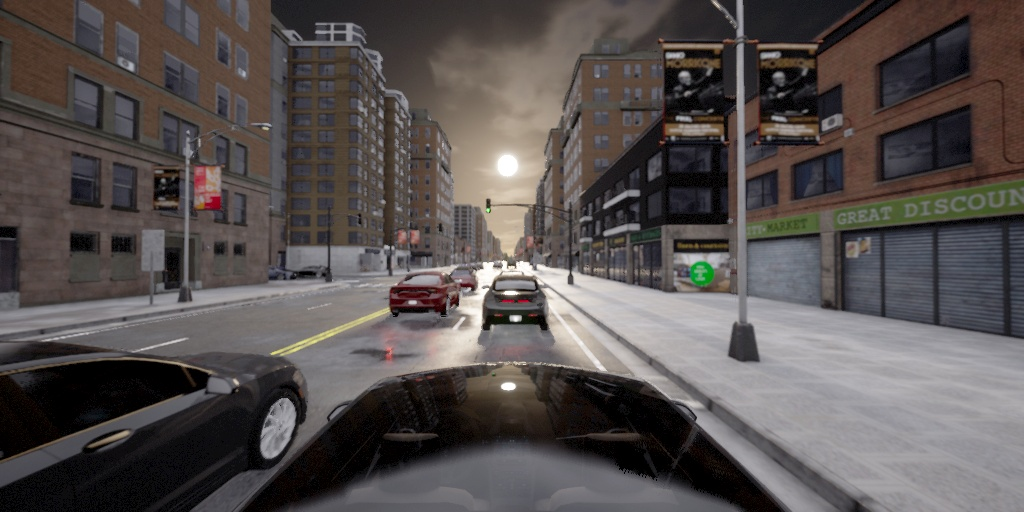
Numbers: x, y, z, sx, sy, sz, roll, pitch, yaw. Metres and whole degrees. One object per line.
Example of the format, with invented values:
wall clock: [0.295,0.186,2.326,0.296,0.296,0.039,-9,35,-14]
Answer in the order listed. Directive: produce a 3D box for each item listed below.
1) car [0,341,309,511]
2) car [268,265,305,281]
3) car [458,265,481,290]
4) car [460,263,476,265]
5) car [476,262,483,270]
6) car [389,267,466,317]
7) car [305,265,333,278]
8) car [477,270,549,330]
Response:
car: [-3.149,1.259,1.983,1.837,1.490,4.892,0,0,0]
car: [-22.671,1.625,34.257,4.181,1.385,1.994,0,-1,0]
car: [-3.351,1.533,24.336,1.994,1.385,4.181,0,-1,-3]
car: [-6.655,1.779,50.461,2.033,1.411,5.357,0,-1,0]
car: [-6.645,1.886,60.912,2.033,1.411,5.357,0,-1,1]
car: [-3.164,1.345,13.888,1.882,1.535,5.008,0,0,0]
car: [-22.193,1.709,39.729,4.313,1.339,1.948,0,0,0]
car: [0.089,1.349,11.505,1.837,1.490,4.892,0,0,0]
